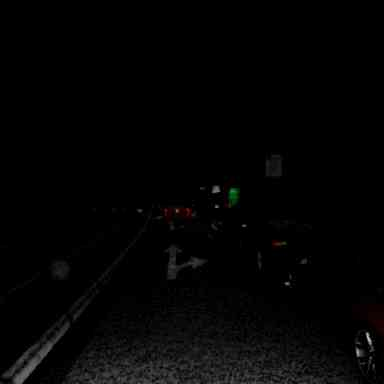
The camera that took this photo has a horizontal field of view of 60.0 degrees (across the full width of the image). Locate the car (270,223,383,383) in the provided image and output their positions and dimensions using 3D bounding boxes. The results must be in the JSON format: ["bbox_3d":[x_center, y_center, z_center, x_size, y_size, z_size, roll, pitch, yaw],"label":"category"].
[{"bbox_3d":[2.948,1.508,5.240,2.163,1.488,4.792,0,0,-1],"label":"car"}]

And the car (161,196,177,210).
[{"bbox_3d":[-2.984,1.381,42.873,1.882,1.535,5.008,0,0,-6],"label":"car"}]

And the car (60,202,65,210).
[{"bbox_3d":[-16.197,1.442,35.455,4.892,1.521,2.231,0,0,-7],"label":"car"}]

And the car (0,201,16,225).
[{"bbox_3d":[-14.692,1.545,21.939,4.674,1.452,2.002,0,0,-5],"label":"car"}]

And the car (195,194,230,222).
[{"bbox_3d":[1.544,1.180,26.650,2.150,2.045,5.566,0,-1,-5],"label":"car"}]

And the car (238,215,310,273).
[{"bbox_3d":[2.752,1.477,10.729,2.097,1.535,5.008,0,0,-2],"label":"car"}]

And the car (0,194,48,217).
[{"bbox_3d":[-15.283,1.235,27.247,5.566,2.045,2.435,0,0,-6],"label":"car"}]

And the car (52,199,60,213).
[{"bbox_3d":[-15.920,1.332,32.713,4.553,1.767,2.185,0,0,-7],"label":"car"}]

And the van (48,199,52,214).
[{"bbox_3d":[-15.458,1.246,29.991,4.442,1.987,1.878,0,0,-7],"label":"van"}]

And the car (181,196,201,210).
[{"bbox_3d":[-0.152,1.384,43.456,2.128,1.511,4.902,0,0,-5],"label":"car"}]

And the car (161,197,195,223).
[{"bbox_3d":[-1.224,1.330,25.330,2.097,1.767,4.553,0,0,-5],"label":"car"}]

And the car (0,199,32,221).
[{"bbox_3d":[-14.924,1.526,24.544,4.792,1.488,2.163,0,0,-6],"label":"car"}]
